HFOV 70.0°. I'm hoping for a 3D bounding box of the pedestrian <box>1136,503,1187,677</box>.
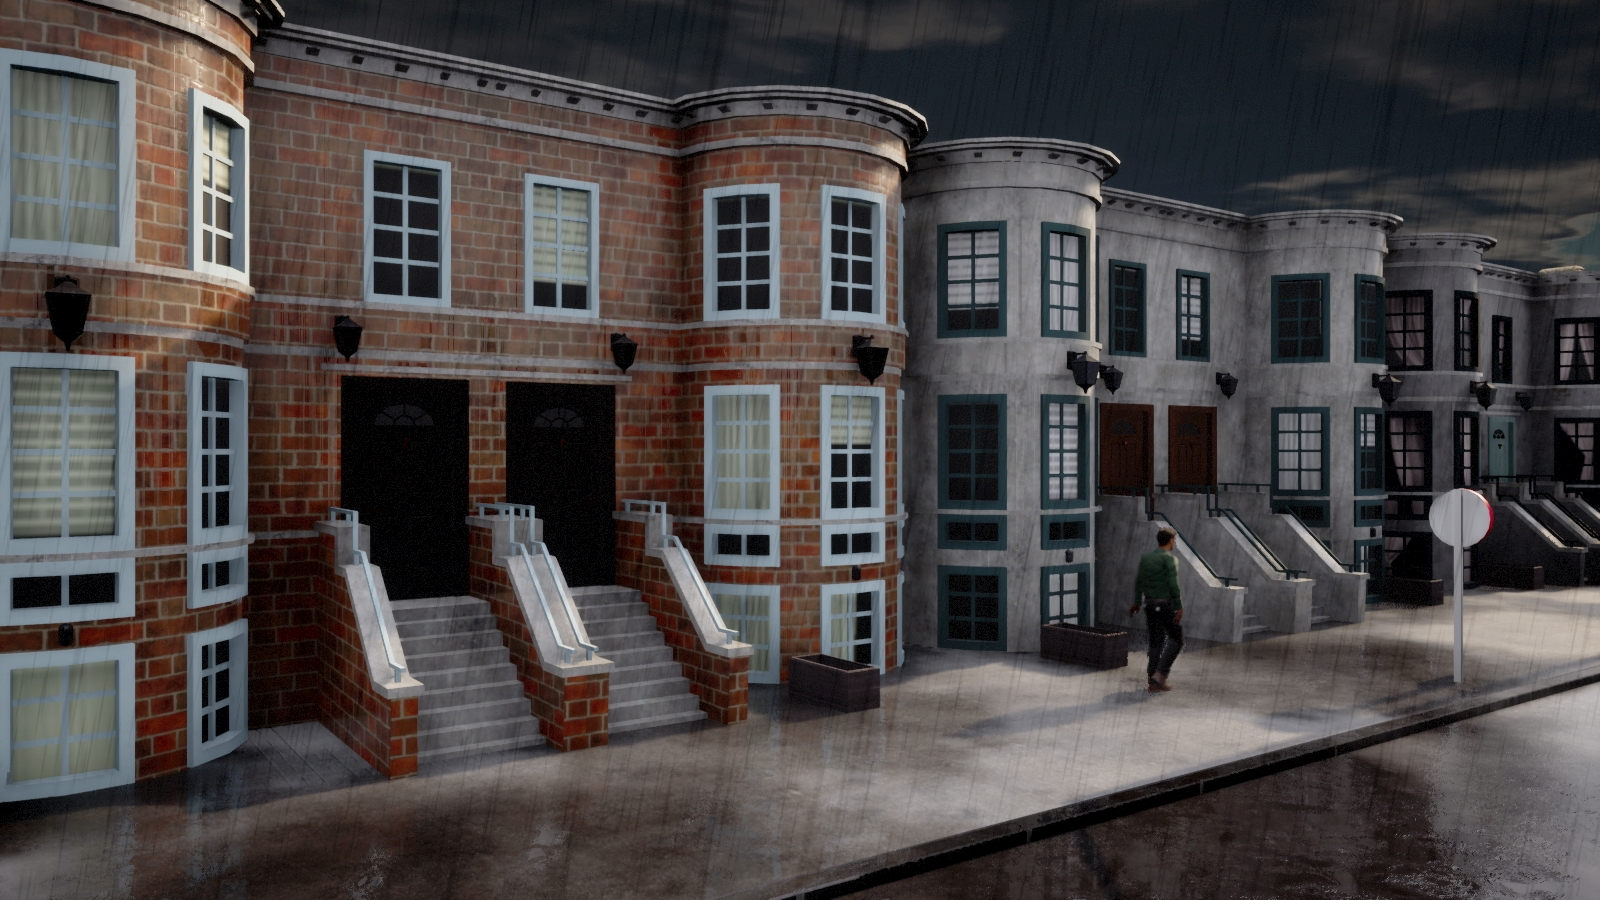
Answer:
[{"bbox_3d":[3.991,1.524,12.621,0.375,1.860,0.375,0,0,-27],"label":"pedestrian"}]
